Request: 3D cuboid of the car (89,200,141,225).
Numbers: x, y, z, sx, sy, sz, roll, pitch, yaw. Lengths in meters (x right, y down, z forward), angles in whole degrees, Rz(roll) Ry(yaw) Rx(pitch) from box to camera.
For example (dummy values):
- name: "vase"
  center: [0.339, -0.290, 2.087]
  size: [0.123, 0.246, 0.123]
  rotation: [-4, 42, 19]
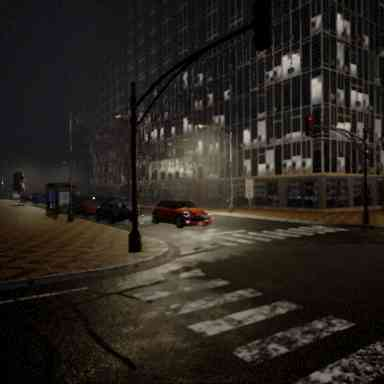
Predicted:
- name: "car"
  center: [-5.488, 1.473, 23.568]
  size: [1.947, 1.339, 4.313]
  rotation: [0, 1, -34]

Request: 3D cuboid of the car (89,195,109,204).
- name: "car"
  center: [-14.487, 1.131, 51.833]
  size: [1.802, 1.307, 4.206]
  rotation: [0, 1, -34]

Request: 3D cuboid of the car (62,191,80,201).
- name: "car"
  center: [-24.103, 0.703, 65.911]
  size: [2.192, 1.841, 5.009]
  rotation: [0, 1, -34]

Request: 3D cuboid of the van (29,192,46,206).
- name: "van"
  center: [-21.407, 0.988, 47.106]
  size: [1.690, 1.788, 3.998]
  rotation: [0, 1, -34]

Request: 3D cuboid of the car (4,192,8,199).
- name: "car"
  center: [-40.640, 0.765, 75.267]
  size: [1.967, 1.590, 4.097]
  rotation: [0, 1, -34]

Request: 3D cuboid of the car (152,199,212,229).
- name: "car"
  center: [-0.733, 1.268, 21.411]
  size: [2.097, 1.767, 4.553]
  rotation: [-1, 1, -34]

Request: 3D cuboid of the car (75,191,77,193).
- name: "car"
  center: [-20.898, 1.024, 61.221]
  size: [1.802, 1.307, 4.206]
  rotation: [0, 1, -34]

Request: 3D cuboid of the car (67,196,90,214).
- name: "car"
  center: [-11.837, 1.370, 32.999]
  size: [1.947, 1.339, 4.313]
  rotation: [0, 1, -34]

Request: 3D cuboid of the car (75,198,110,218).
- name: "car"
  center: [-8.680, 1.438, 28.274]
  size: [1.802, 1.307, 4.206]
  rotation: [0, 1, -34]

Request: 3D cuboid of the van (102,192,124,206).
- name: "van"
  center: [-11.282, 0.943, 47.138]
  size: [1.690, 1.788, 3.998]
  rotation: [0, 1, -34]

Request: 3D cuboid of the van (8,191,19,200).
- name: "van"
  center: [-37.435, 0.720, 70.573]
  size: [1.690, 1.788, 3.998]
  rotation: [0, 1, -34]

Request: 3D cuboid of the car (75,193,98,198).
- name: "car"
  center: [-12.143, 1.238, 38.139]
  size: [1.837, 1.490, 4.892]
  rotation: [-1, 1, -34]

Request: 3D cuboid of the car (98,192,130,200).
- name: "car"
  center: [-6.308, 1.179, 29.575]
  size: [2.097, 1.767, 4.553]
  rotation: [-1, 1, -34]

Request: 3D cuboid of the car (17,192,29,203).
- name: "car"
  center: [-27.819, 1.091, 56.495]
  size: [2.008, 1.369, 4.403]
  rotation: [0, 1, -34]
